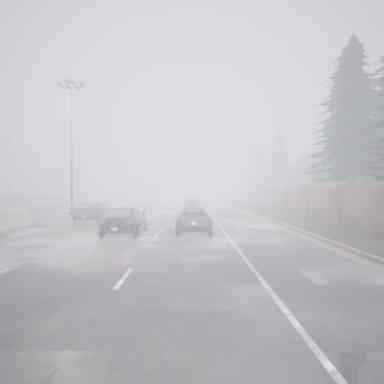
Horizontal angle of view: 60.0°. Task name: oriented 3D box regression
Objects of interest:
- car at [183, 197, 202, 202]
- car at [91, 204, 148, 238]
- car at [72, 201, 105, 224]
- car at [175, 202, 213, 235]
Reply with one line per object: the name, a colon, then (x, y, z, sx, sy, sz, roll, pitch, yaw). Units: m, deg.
car: (0.061, 1.348, 38.042, 1.837, 1.490, 4.892, 0, 0, 1)
car: (-3.415, 1.455, 16.944, 1.812, 1.442, 4.674, 0, 0, 0)
car: (-6.930, 1.394, 23.592, 2.128, 1.511, 4.902, 0, 0, 0)
car: (0.096, 1.488, 18.223, 1.994, 1.385, 4.181, 0, 0, 0)
